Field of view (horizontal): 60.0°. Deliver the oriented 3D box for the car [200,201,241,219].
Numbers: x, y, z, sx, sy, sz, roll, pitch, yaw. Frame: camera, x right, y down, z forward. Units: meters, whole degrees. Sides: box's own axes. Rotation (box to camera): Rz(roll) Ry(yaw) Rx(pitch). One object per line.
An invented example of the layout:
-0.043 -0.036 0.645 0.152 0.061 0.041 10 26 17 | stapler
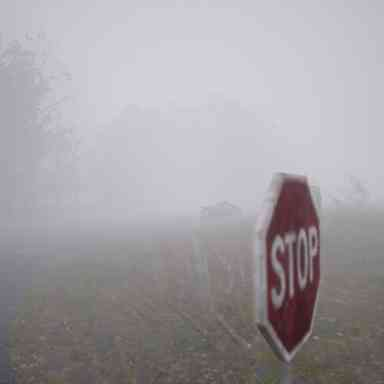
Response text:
2.447 1.452 27.987 1.812 1.442 4.674 -2 -1 35 | car
